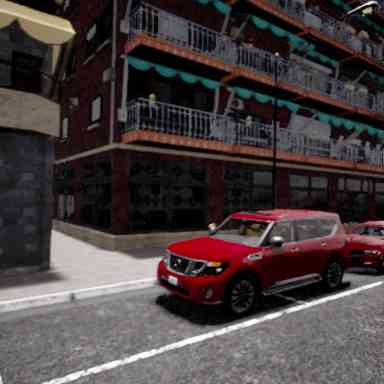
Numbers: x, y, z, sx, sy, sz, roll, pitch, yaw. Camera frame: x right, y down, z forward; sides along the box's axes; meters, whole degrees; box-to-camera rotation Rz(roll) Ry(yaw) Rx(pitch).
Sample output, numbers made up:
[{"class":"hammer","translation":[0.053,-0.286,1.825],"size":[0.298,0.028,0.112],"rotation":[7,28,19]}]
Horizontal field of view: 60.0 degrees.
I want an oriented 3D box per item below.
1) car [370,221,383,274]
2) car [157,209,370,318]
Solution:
[{"class":"car","translation":[6.327,1.669,11.068],"size":[4.507,1.381,1.887],"rotation":[1,1,-36]},{"class":"car","translation":[1.697,1.378,7.754],"size":[5.009,1.841,2.192],"rotation":[1,1,-36]}]
